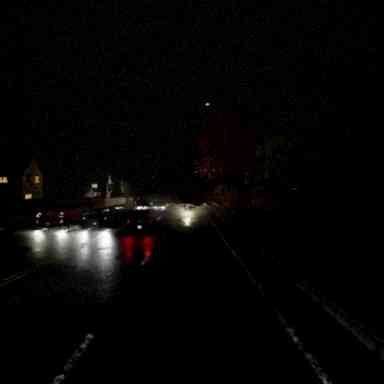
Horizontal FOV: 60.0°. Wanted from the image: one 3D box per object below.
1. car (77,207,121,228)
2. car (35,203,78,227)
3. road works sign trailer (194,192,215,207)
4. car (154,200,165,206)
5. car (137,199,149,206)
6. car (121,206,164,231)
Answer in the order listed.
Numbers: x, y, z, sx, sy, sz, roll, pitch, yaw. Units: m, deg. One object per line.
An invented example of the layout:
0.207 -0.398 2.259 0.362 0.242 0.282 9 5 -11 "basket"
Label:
-6.579 1.849 24.695 1.895 1.301 4.718 0 -1 0 "car"
-9.827 1.602 24.940 2.097 1.767 4.553 0 -1 0 "car"
1.677 1.220 58.290 2.880 2.380 3.560 15 13 39 "road works sign trailer"
-6.449 2.227 66.292 1.895 1.301 4.718 0 0 0 "car"
-9.705 2.137 66.073 2.128 1.511 4.902 0 0 0 "car"
-3.131 1.824 22.102 1.895 1.301 4.718 0 -1 0 "car"
